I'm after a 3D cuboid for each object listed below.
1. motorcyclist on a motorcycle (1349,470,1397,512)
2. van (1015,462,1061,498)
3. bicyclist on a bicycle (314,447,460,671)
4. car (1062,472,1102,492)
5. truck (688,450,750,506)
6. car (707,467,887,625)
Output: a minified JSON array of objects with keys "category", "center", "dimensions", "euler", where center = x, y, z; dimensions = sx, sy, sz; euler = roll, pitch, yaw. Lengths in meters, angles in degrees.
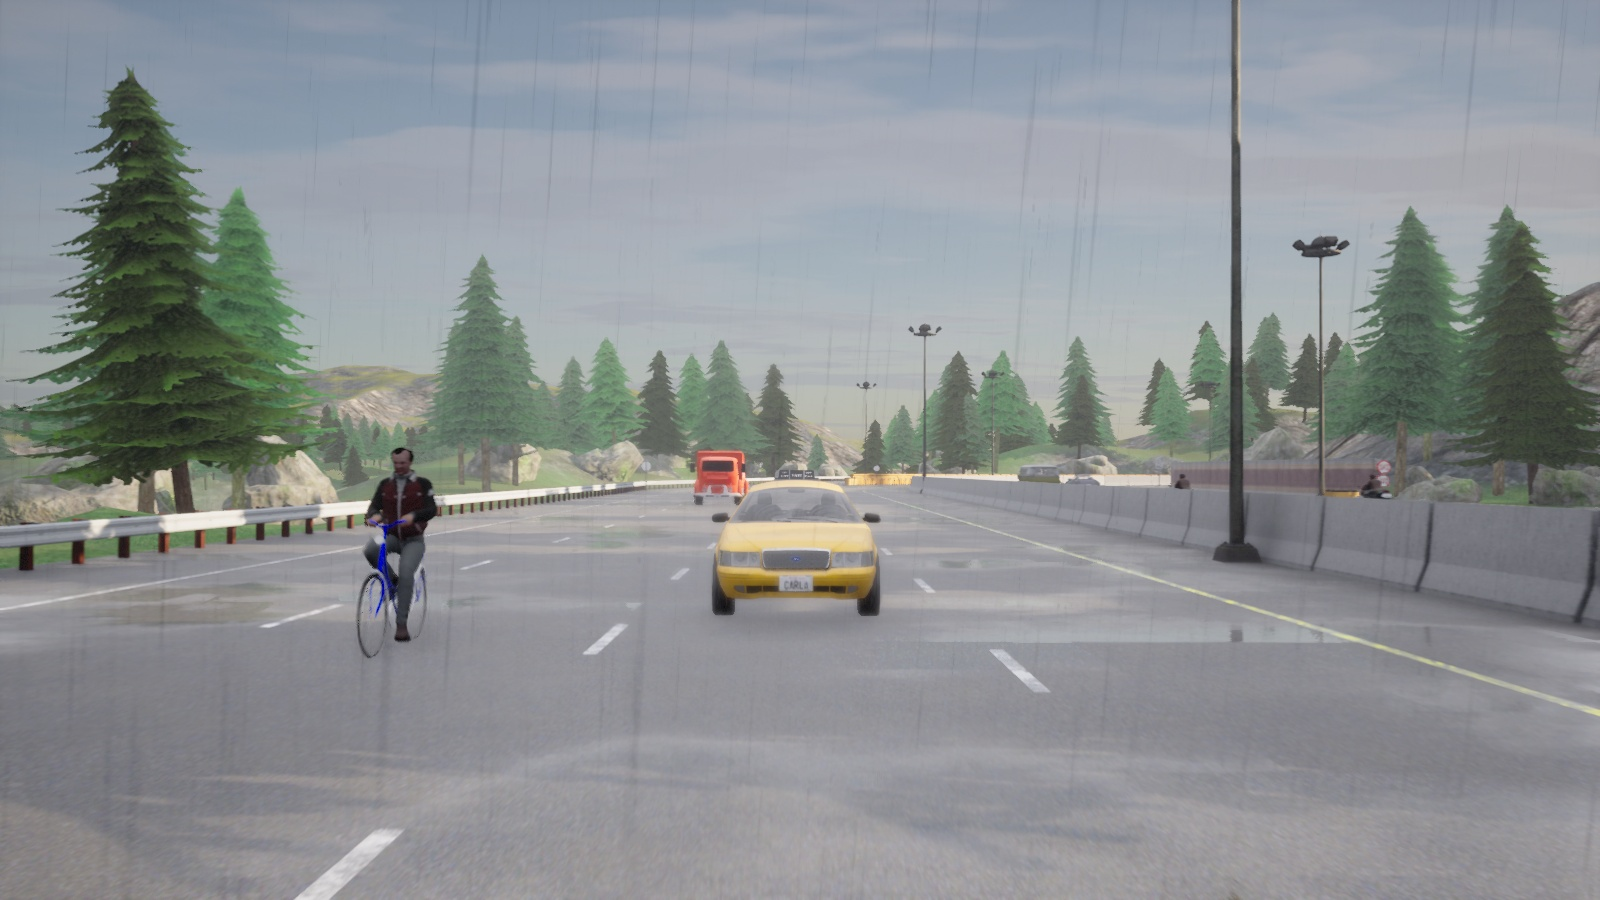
[{"category":"motorcyclist on a motorcycle","center":[20.879,1.480,45.780],"dimensions":[0.797,1.523,2.044],"euler":[0,-1,0]},{"category":"van","center":[13.738,1.728,72.586],"dimensions":[1.775,1.987,4.442],"euler":[0,-1,0]},{"category":"bicyclist on a bicycle","center":[-3.526,0.882,10.887],"dimensions":[0.659,1.776,1.843],"euler":[0,-1,0]},{"category":"car","center":[20.644,2.337,92.068],"dimensions":[1.994,1.385,4.181],"euler":[0,-1,0]},{"category":"truck","center":[-3.693,1.325,58.307],"dimensions":[2.627,2.467,5.204],"euler":[0,-1,-1]},{"category":"car","center":[-0.036,1.010,15.302],"dimensions":[1.801,1.575,5.366],"euler":[0,-1,0]}]
